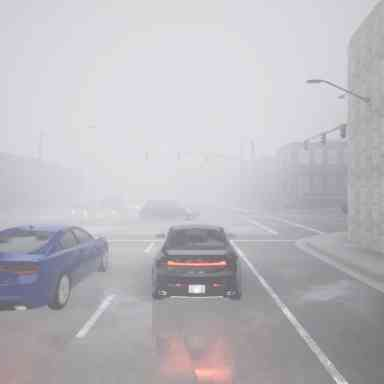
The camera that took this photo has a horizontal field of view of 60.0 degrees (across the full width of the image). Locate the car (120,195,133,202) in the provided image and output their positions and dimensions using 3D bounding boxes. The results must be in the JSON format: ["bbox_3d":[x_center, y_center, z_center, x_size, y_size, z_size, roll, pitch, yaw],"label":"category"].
[{"bbox_3d":[-13.801,1.376,70.032,1.812,1.442,4.674,0,0,0],"label":"car"}]

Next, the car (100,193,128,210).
[{"bbox_3d":[-10.470,1.218,44.022,2.150,2.045,5.566,0,0,0],"label":"car"}]

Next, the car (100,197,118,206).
[{"bbox_3d":[-13.923,1.563,56.215,1.994,1.385,4.181,0,0,0],"label":"car"}]

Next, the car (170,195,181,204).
[{"bbox_3d":[-3.211,1.478,65.952,1.882,1.535,5.008,0,0,0],"label":"car"}]

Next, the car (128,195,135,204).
[{"bbox_3d":[-10.383,1.492,62.022,2.128,1.511,4.902,0,0,1],"label":"car"}]

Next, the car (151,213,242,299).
[{"bbox_3d":[0.103,1.505,8.431,1.837,1.490,4.892,0,0,0],"label":"car"}]

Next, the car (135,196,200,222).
[{"bbox_3d":[-1.653,1.352,25.328,4.553,1.767,2.097,0,0,22],"label":"car"}]

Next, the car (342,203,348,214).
[{"bbox_3d":[14.995,1.015,27.476,5.008,1.535,1.882,-5,0,0],"label":"car"}]

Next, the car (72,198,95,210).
[{"bbox_3d":[-13.966,1.526,43.341,1.812,1.442,4.674,0,0,0],"label":"car"}]

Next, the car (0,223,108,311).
[{"bbox_3d":[-3.401,1.478,7.885,1.882,1.535,5.008,0,0,0],"label":"car"}]
